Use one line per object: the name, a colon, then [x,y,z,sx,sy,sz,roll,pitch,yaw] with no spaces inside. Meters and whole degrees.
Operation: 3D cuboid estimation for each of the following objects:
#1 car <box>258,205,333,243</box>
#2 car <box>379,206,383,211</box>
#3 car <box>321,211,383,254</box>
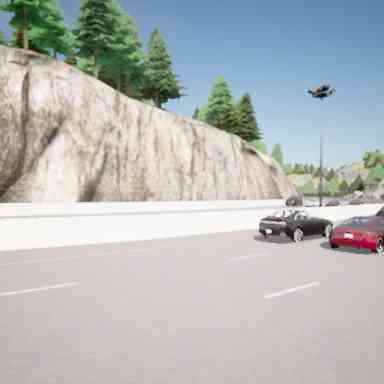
car: [5.447,1.653,17.114,4.902,1.511,2.128,1,0,-40]
car: [16.807,1.833,27.565,4.892,1.490,1.837,0,0,-45]
car: [7.745,1.726,14.475,4.181,1.385,1.994,1,0,-40]
